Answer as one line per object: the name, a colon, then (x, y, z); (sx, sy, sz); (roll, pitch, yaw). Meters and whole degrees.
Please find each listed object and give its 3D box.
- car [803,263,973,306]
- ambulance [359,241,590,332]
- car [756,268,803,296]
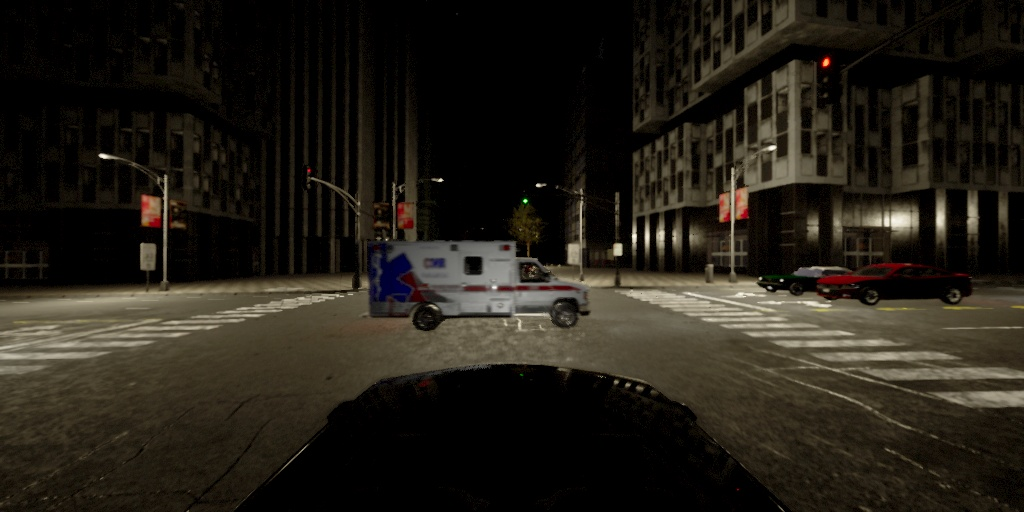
car: (14.884, 1.052, 14.166); (5.008, 1.535, 1.882); (-1, 0, 0)
ambulance: (-0.953, 0.817, 10.719); (6.366, 2.431, 2.351); (0, 0, 0)
car: (14.692, 1.193, 17.414); (4.718, 1.301, 1.895); (-1, 0, 0)
